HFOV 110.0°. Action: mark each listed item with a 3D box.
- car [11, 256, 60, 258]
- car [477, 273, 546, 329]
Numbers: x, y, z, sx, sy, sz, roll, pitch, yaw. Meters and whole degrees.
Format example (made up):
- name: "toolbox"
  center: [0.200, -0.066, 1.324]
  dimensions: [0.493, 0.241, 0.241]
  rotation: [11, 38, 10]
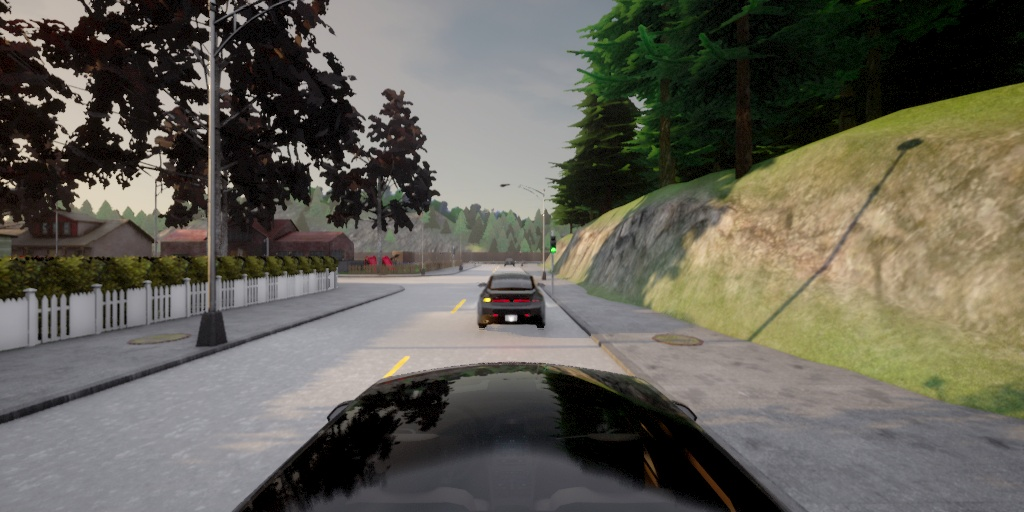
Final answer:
- name: "car"
  center: [-36.319, 1.016, 27.861]
  dimensions: [5.566, 2.045, 2.150]
  rotation: [0, 0, -1]
- name: "car"
  center: [-0.012, 1.272, 11.288]
  dimensions: [1.837, 1.490, 4.892]
  rotation: [0, 0, 0]
